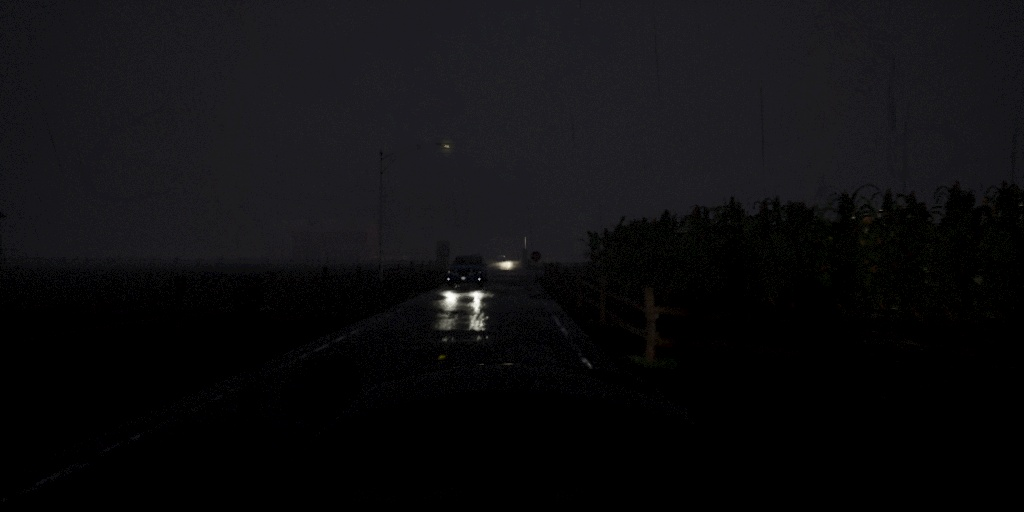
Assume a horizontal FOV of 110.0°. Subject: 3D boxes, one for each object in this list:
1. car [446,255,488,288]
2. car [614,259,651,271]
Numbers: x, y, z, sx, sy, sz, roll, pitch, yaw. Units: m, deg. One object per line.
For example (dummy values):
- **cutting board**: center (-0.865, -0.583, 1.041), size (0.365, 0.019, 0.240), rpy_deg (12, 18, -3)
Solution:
- **car**: center (-2.794, 0.932, 23.535), size (2.150, 2.045, 5.566), rpy_deg (0, 0, 1)
- **car**: center (13.995, 0.967, 39.843), size (5.566, 2.045, 2.150), rpy_deg (0, 1, 0)
